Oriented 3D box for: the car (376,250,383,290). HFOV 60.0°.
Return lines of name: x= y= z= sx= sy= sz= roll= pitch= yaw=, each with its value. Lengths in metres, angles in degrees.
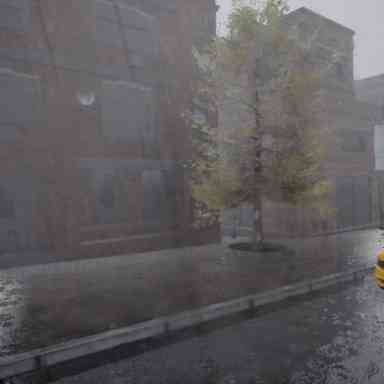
car: x=6.266 y=1.473 z=7.847 sx=5.008 sy=1.535 sz=1.882 roll=0 pitch=0 yaw=-35
